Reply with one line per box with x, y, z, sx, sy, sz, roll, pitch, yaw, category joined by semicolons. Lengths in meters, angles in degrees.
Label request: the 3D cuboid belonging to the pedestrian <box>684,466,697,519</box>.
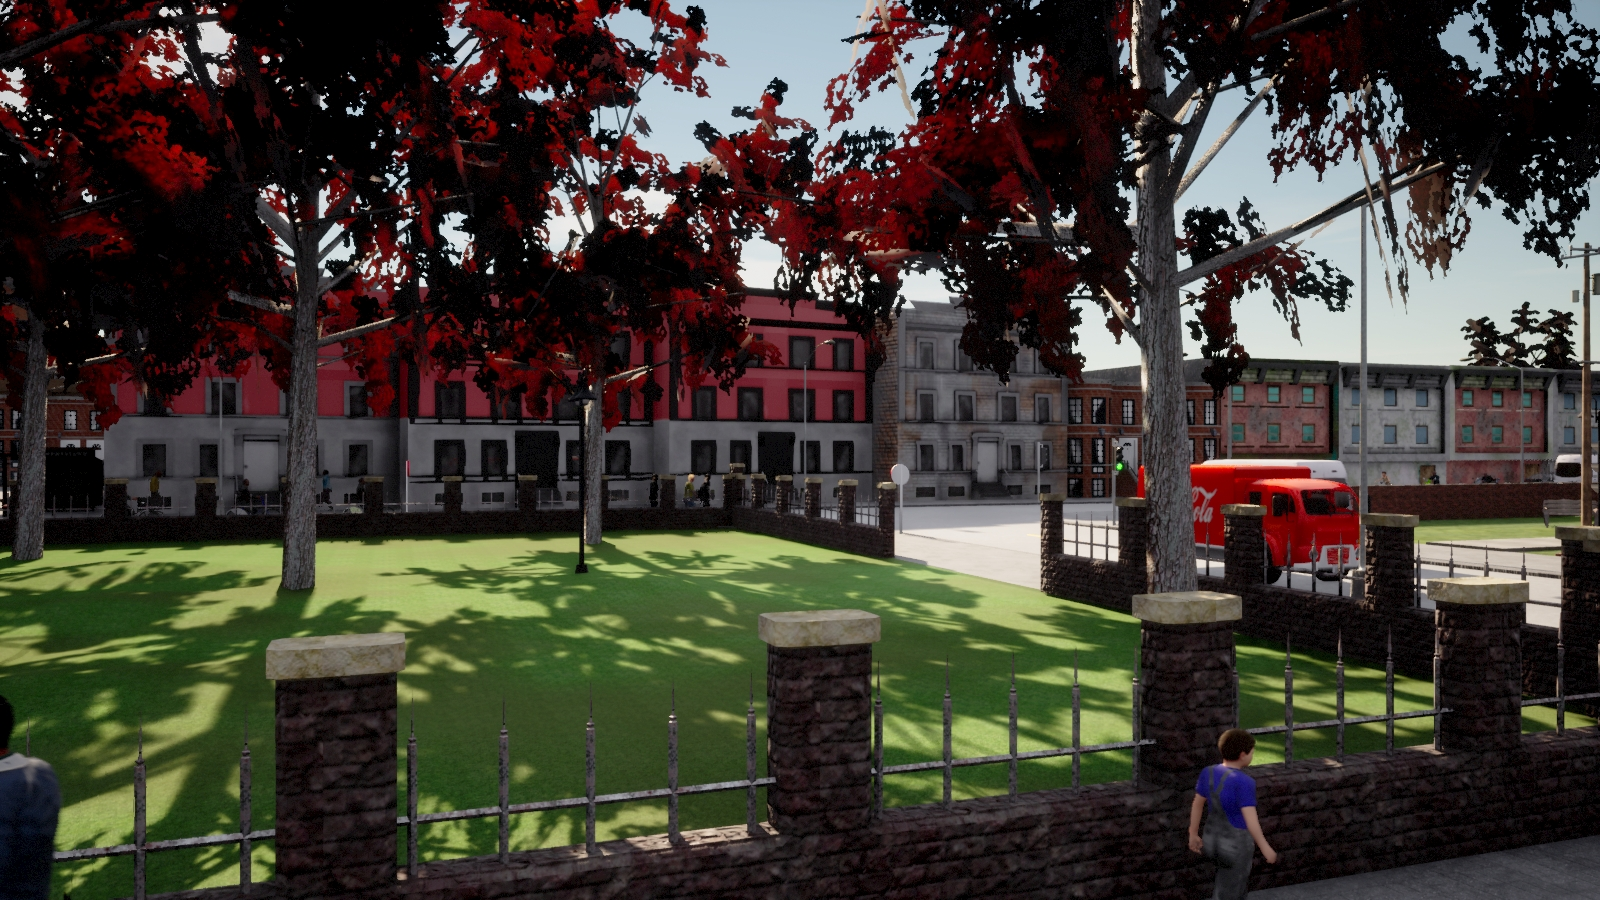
-3.929;1.524;41.028;0.375;1.860;0.375;0;0;-18;pedestrian

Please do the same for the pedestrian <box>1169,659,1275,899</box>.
2.239;1.806;6.070;0.375;1.300;0.375;0;0;-19;pedestrian

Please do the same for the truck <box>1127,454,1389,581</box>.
9.963;1.344;25.444;2.627;2.467;5.204;0;0;-20;truck

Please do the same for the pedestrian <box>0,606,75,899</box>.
-2.903;1.526;4.131;0.375;1.860;0.375;0;0;-13;pedestrian

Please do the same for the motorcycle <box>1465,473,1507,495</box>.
39.853;1.985;66.375;2.209;1.251;0.867;0;0;-20;motorcycle

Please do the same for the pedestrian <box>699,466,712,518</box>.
-3.442;1.526;41.546;0.375;1.860;0.375;0;0;-28;pedestrian

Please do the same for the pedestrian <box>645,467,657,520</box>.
-5.293;1.525;40.589;0.375;1.860;0.375;0;0;-19;pedestrian

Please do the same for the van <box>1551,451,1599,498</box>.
45.152;1.314;64.032;5.915;2.561;1.988;0;0;-20;van

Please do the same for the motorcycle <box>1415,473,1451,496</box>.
36.002;1.962;64.979;1.805;1.236;0.856;0;0;-20;motorcycle

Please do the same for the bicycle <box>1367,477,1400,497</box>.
32.543;2.036;63.766;1.487;1.080;0.859;0;0;-20;bicycle

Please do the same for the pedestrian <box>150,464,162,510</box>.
-26.444;1.524;46.896;0.375;1.860;0.375;0;0;-22;pedestrian

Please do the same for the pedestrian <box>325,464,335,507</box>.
-20.416;1.522;49.645;0.375;1.860;0.375;0;0;-19;pedestrian
